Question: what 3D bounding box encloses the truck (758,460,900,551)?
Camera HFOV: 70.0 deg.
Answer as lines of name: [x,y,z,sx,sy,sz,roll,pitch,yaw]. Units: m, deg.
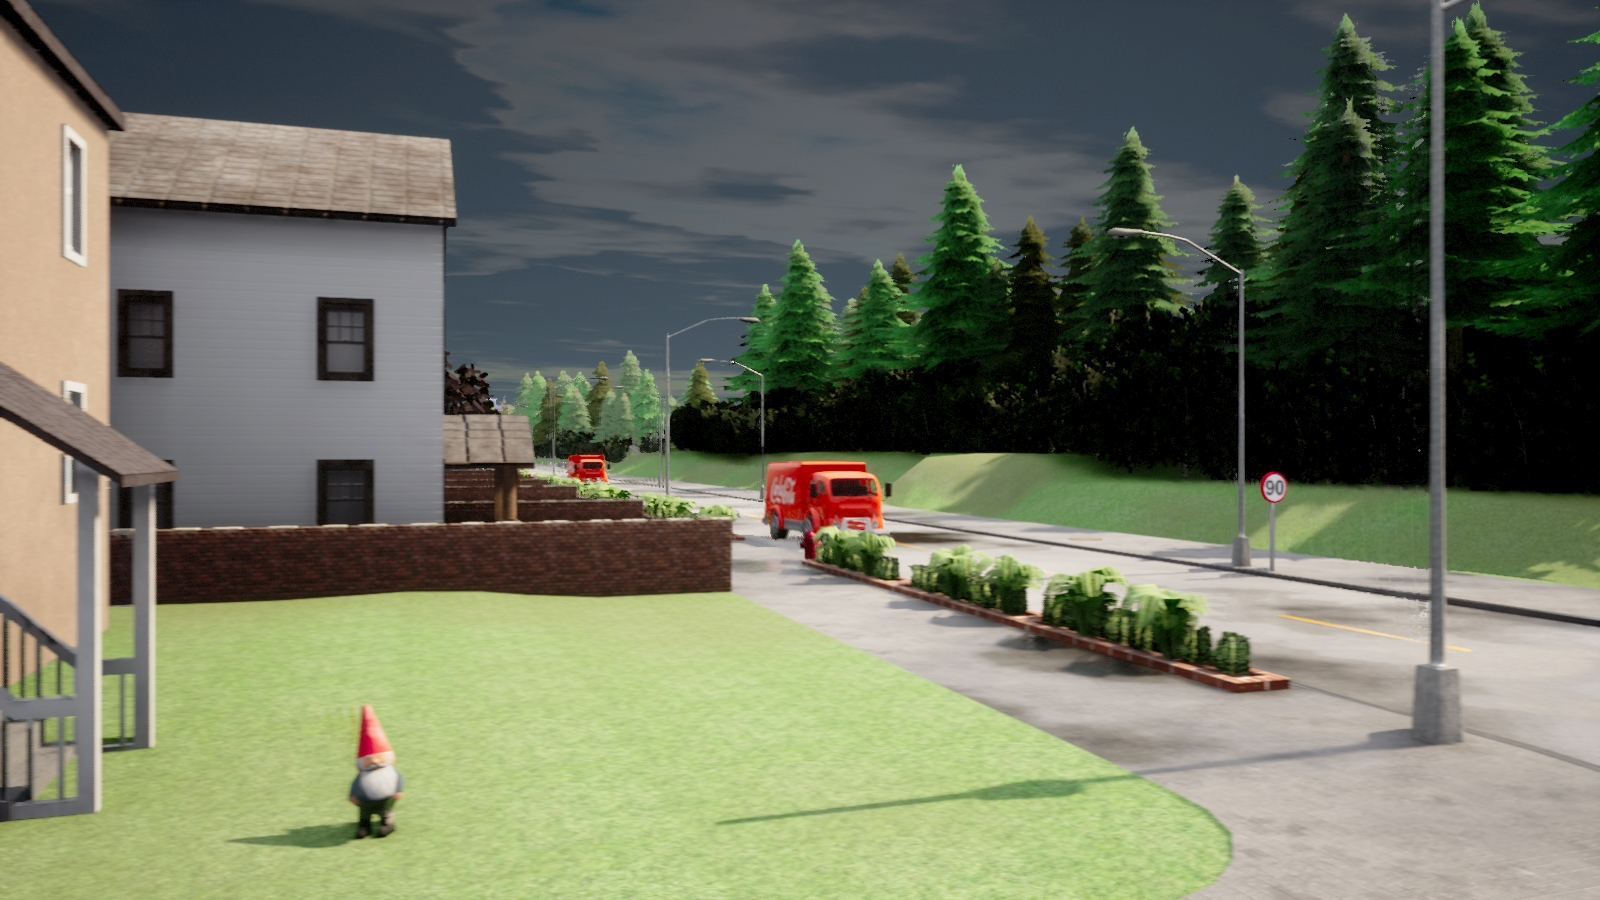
truck: [0.751,1.576,34.581,2.627,2.467,5.204,0,0,-19]
